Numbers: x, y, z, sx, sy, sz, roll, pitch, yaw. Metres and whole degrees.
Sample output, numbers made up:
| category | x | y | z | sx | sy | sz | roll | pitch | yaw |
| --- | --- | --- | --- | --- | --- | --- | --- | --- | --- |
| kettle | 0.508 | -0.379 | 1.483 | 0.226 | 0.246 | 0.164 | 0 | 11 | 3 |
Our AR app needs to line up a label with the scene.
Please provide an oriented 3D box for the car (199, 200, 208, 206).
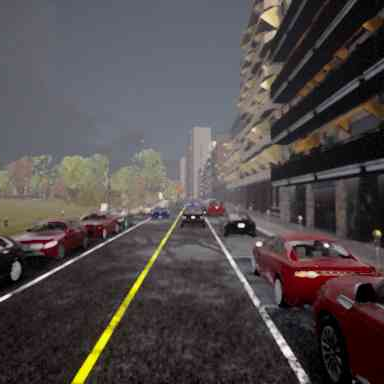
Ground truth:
| category | x | y | z | sx | sy | sz | roll | pitch | yaw |
| --- | --- | --- | --- | --- | --- | --- | --- | --- | --- |
| car | 2.515 | 2.451 | 75.892 | 1.947 | 1.339 | 4.313 | 1 | -1 | 0 |

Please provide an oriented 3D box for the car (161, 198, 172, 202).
| category | x | y | z | sx | sy | sz | roll | pitch | yaw |
| --- | --- | --- | --- | --- | --- | --- | --- | --- | --- |
| car | -5.356 | 2.263 | 63.652 | 1.752 | 1.417 | 4.829 | 1 | -1 | 0 |

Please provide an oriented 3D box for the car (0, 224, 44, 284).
| category | x | y | z | sx | sy | sz | roll | pitch | yaw |
| --- | --- | --- | --- | --- | --- | --- | --- | --- | --- |
| car | -5.312 | 1.635 | 7.287 | 2.008 | 1.369 | 4.403 | 1 | -1 | 0 |

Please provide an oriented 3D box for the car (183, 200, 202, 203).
| category | x | y | z | sx | sy | sz | roll | pitch | yaw |
| --- | --- | --- | --- | --- | --- | --- | --- | --- | --- |
| car | 0.069 | 2.002 | 41.464 | 1.812 | 1.442 | 4.674 | 0 | -1 | 0 |

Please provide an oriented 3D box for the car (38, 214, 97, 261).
| category | x | y | z | sx | sy | sz | roll | pitch | yaw |
| --- | --- | --- | --- | --- | --- | --- | --- | --- | --- |
| car | -5.317 | 1.731 | 12.940 | 1.802 | 1.307 | 4.206 | 1 | -1 | 0 |

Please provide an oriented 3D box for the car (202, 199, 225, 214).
| category | x | y | z | sx | sy | sz | roll | pitch | yaw |
| --- | --- | --- | --- | --- | --- | --- | --- | --- | --- |
| car | 2.548 | 1.731 | 36.270 | 2.192 | 1.841 | 5.009 | 1 | -1 | 0 |

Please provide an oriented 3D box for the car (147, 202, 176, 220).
| category | x | y | z | sx | sy | sz | roll | pitch | yaw |
| --- | --- | --- | --- | --- | --- | --- | --- | --- | --- |
| car | -2.873 | 1.972 | 32.335 | 1.895 | 1.301 | 4.718 | 0 | -1 | 0 |

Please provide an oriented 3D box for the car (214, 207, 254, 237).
| category | x | y | z | sx | sy | sz | roll | pitch | yaw |
| --- | --- | --- | --- | --- | --- | --- | --- | --- | --- |
| car | 2.559 | 1.787 | 19.286 | 1.947 | 1.339 | 4.313 | 1 | -1 | 0 |

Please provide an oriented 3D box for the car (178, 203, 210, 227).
| category | x | y | z | sx | sy | sz | roll | pitch | yaw |
| --- | --- | --- | --- | --- | --- | --- | --- | --- | --- |
| car | 0.080 | 1.840 | 25.571 | 2.033 | 1.411 | 5.357 | 0 | -1 | 0 |

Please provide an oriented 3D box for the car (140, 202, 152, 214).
| category | x | y | z | sx | sy | sz | roll | pitch | yaw |
| --- | --- | --- | --- | --- | --- | --- | --- | --- | --- |
| car | -5.337 | 1.914 | 41.209 | 1.967 | 1.590 | 4.097 | 1 | -1 | 0 |

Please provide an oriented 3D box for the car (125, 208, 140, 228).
| category | x | y | z | sx | sy | sz | roll | pitch | yaw |
| --- | --- | --- | --- | --- | --- | --- | --- | --- | --- |
| car | -5.325 | 1.829 | 24.248 | 2.008 | 1.369 | 4.403 | 1 | -1 | 0 |

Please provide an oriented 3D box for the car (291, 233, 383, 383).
| category | x | y | z | sx | sy | sz | roll | pitch | yaw |
| --- | --- | --- | --- | --- | --- | --- | --- | --- | --- |
| car | 2.574 | 1.343 | 2.308 | 2.192 | 1.841 | 5.009 | 1 | -1 | 0 |

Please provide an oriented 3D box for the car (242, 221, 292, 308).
| category | x | y | z | sx | sy | sz | roll | pitch | yaw |
| --- | --- | --- | --- | --- | --- | --- | --- | --- | --- |
| car | 2.568 | 1.637 | 7.966 | 1.887 | 1.381 | 4.507 | 1 | -1 | 0 |

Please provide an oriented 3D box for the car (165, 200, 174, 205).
| category | x | y | z | sx | sy | sz | roll | pitch | yaw |
| --- | --- | --- | --- | --- | --- | --- | --- | --- | --- |
| car | -5.369 | 2.527 | 80.783 | 1.802 | 1.307 | 4.206 | 1 | -1 | 0 |

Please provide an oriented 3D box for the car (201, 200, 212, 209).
| category | x | y | z | sx | sy | sz | roll | pitch | yaw |
| --- | --- | --- | --- | --- | --- | --- | --- | --- | --- |
| car | 2.528 | 2.226 | 58.911 | 1.887 | 1.381 | 4.507 | 1 | -1 | 0 |

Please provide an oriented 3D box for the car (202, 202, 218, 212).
| category | x | y | z | sx | sy | sz | roll | pitch | yaw |
| --- | --- | --- | --- | --- | --- | --- | --- | --- | --- |
| car | 2.537 | 2.114 | 47.589 | 1.947 | 1.339 | 4.313 | 1 | -1 | 0 |

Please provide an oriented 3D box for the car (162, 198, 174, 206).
| category | x | y | z | sx | sy | sz | roll | pitch | yaw |
| --- | --- | --- | --- | --- | --- | --- | --- | --- | --- |
| car | -5.362 | 2.191 | 75.132 | 2.192 | 1.841 | 5.009 | 1 | -1 | 0 |

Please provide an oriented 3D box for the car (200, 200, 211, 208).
| category | x | y | z | sx | sy | sz | roll | pitch | yaw |
| --- | --- | --- | --- | --- | --- | --- | --- | --- | --- |
| car | 2.523 | 2.315 | 64.571 | 1.947 | 1.339 | 4.313 | 1 | -1 | 0 |

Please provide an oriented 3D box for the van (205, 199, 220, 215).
| category | x | y | z | sx | sy | sz | roll | pitch | yaw |
| --- | --- | --- | --- | --- | --- | --- | --- | --- | --- |
| van | 2.543 | 1.823 | 41.931 | 1.690 | 1.788 | 3.998 | 1 | -1 | 0 |

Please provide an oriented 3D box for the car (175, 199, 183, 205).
| category | x | y | z | sx | sy | sz | roll | pitch | yaw |
| --- | --- | --- | --- | --- | --- | --- | --- | --- | --- |
| car | -2.807 | 2.338 | 74.182 | 1.994 | 1.385 | 4.181 | 0 | -1 | 0 |

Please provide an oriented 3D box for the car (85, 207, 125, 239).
| category | x | y | z | sx | sy | sz | roll | pitch | yaw |
| --- | --- | --- | --- | --- | --- | --- | --- | --- | --- |
| car | -5.321 | 1.758 | 18.594 | 1.887 | 1.381 | 4.507 | 1 | -1 | 0 |
